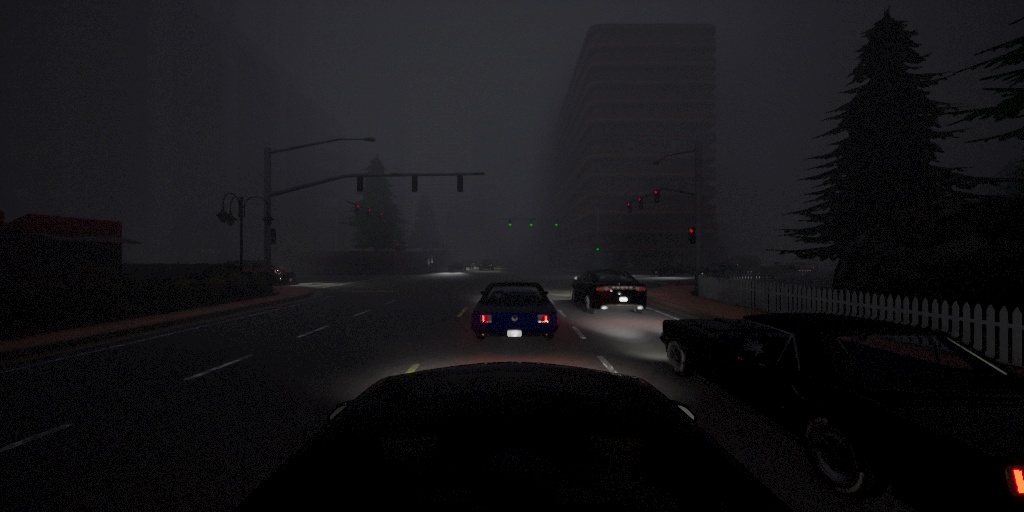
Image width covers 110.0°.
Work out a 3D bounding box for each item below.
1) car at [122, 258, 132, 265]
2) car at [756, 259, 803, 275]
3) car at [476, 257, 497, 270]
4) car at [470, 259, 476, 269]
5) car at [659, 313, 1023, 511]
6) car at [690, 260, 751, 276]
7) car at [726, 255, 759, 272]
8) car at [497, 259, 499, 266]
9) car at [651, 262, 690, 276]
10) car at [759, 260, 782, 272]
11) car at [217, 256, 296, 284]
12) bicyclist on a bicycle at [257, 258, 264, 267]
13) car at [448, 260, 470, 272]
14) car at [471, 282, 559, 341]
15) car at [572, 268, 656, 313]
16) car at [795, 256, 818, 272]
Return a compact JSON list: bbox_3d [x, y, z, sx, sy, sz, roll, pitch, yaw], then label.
[{"bbox_3d":[-27.794,0.916,24.220,5.566,2.045,2.150,0,0,0],"label":"car"},{"bbox_3d":[27.890,1.295,37.389,4.718,1.301,1.895,0,0,-31],"label":"car"},{"bbox_3d":[-3.638,1.228,51.939,1.882,1.535,5.008,0,0,0],"label":"car"},{"bbox_3d":[-7.136,1.297,56.692,2.033,1.411,5.357,0,0,0],"label":"car"},{"bbox_3d":[3.598,1.351,4.386,1.895,1.301,4.718,0,0,0],"label":"car"},{"bbox_3d":[19.544,1.295,33.621,4.718,1.301,1.895,0,0,-18],"label":"car"},{"bbox_3d":[25.618,0.916,40.077,5.566,2.045,2.150,0,0,-31],"label":"car"},{"bbox_3d":[-3.623,1.255,62.038,1.837,1.490,4.892,0,0,0],"label":"car"},{"bbox_3d":[16.561,1.295,36.469,4.718,1.301,1.895,0,0,-14],"label":"car"},{"bbox_3d":[33.344,1.220,46.202,1.812,1.442,4.674,0,0,42],"label":"car"},{"bbox_3d":[-17.238,1.047,24.292,4.553,1.767,2.097,0,0,0],"label":"car"},{"bbox_3d":[-27.918,0.996,39.698,0.582,1.620,1.656,0,0,0],"label":"bicyclist on a bicycle"},{"bbox_3d":[-7.137,1.351,47.040,1.895,1.301,4.718,0,0,0],"label":"car"},{"bbox_3d":[0.069,1.351,9.804,1.895,1.301,4.718,0,0,0],"label":"car"},{"bbox_3d":[3.577,1.228,13.968,1.882,1.535,5.008,0,0,0],"label":"car"},{"bbox_3d":[35.534,0.916,43.433,2.150,2.045,5.566,0,0,44],"label":"car"}]
